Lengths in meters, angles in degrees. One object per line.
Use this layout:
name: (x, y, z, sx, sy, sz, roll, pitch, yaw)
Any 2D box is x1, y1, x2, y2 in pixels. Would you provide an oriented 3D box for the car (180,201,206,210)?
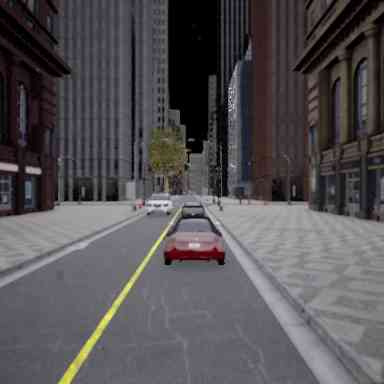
car: (0.086, 1.449, 27.369, 2.128, 1.511, 4.902, 0, 0, 0)

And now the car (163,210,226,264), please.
car: (0.083, 1.546, 11.841, 1.994, 1.385, 4.181, 0, 0, 0)

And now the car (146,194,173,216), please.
car: (-3.083, 1.176, 32.410, 2.150, 2.045, 5.566, 0, 0, 0)
